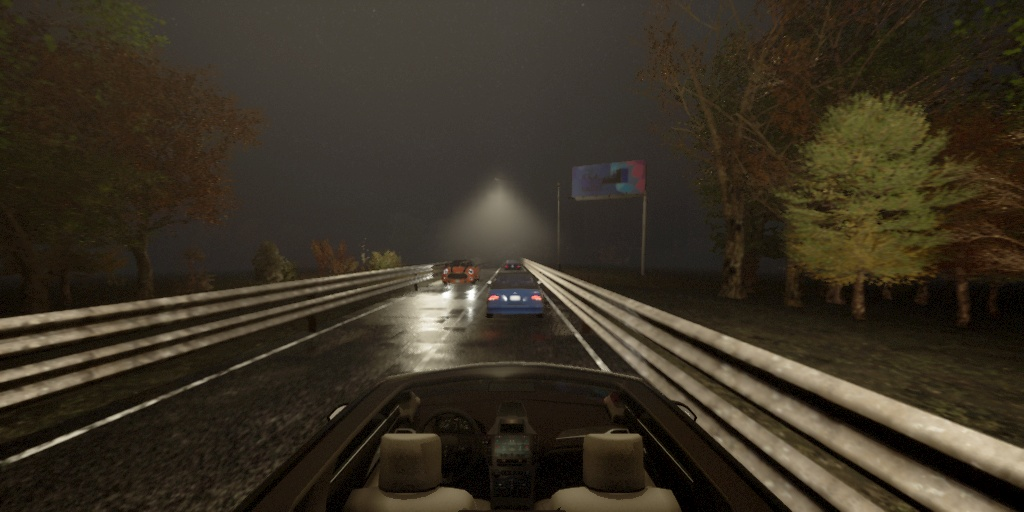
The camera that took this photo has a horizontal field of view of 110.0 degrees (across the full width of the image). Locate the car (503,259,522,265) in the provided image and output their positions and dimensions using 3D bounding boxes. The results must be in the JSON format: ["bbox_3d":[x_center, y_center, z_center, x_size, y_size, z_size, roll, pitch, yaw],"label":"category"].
[{"bbox_3d":[0.059,1.068,38.119,2.033,1.411,5.357,0,0,0],"label":"car"}]

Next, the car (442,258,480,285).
[{"bbox_3d":[-3.369,0.959,24.367,2.097,1.767,4.553,0,0,0],"label":"car"}]

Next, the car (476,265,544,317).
[{"bbox_3d":[0.089,1.228,12.693,2.033,1.411,5.357,0,0,0],"label":"car"}]
